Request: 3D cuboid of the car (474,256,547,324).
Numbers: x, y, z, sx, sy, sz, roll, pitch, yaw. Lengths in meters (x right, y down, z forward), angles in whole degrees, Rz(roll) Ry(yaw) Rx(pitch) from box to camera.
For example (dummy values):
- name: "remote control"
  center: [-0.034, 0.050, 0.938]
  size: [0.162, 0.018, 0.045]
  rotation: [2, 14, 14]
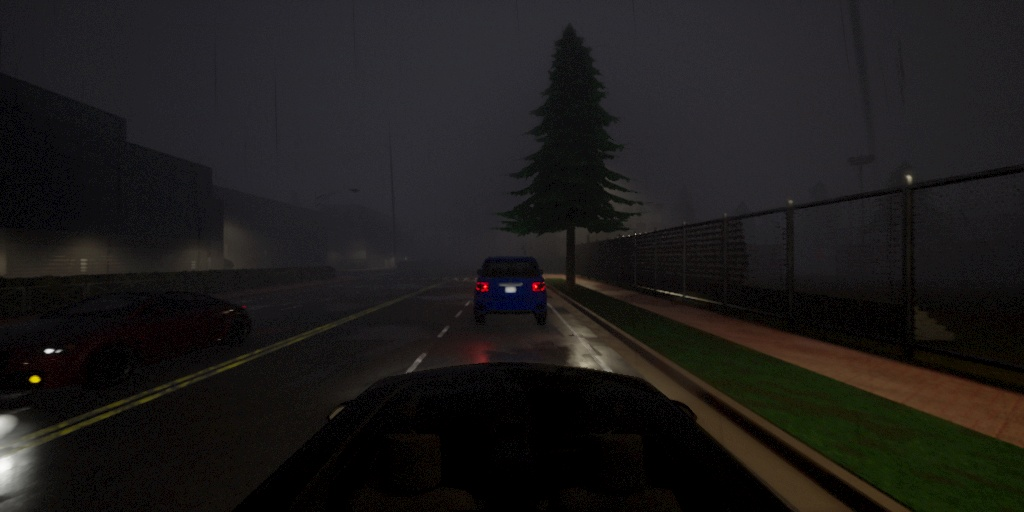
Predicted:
- name: "car"
  center: [-0.057, 1.032, 12.430]
  size: [2.150, 2.045, 5.566]
  rotation: [0, 0, 0]

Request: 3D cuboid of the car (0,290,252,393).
- name: "car"
  center: [-7.157, 1.356, 6.786]
  size: [1.994, 1.385, 4.181]
  rotation: [0, 0, -1]
